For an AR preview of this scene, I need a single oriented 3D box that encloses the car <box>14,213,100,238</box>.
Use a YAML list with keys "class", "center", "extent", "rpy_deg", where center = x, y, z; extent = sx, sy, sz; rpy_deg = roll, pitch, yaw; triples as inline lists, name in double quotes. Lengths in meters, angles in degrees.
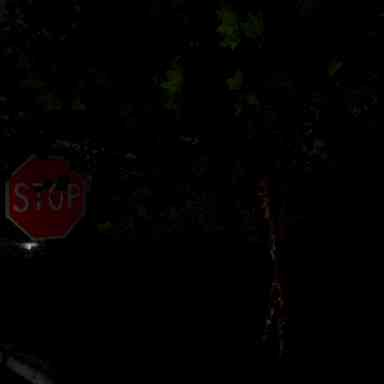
- class: "car"
  center: [-7.631, 1.820, 19.339]
  extent: [1.882, 1.535, 5.008]
  rpy_deg: [-1, -3, 35]
